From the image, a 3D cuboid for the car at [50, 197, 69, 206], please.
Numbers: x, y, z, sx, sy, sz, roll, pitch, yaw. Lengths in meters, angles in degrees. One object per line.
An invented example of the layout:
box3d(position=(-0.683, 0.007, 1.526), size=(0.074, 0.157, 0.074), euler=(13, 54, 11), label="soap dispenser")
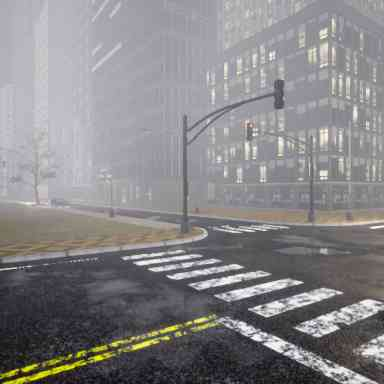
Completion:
box3d(position=(-21.668, 1.553, 54.255), size=(2.033, 1.411, 5.357), euler=(0, 0, -35), label="car")
